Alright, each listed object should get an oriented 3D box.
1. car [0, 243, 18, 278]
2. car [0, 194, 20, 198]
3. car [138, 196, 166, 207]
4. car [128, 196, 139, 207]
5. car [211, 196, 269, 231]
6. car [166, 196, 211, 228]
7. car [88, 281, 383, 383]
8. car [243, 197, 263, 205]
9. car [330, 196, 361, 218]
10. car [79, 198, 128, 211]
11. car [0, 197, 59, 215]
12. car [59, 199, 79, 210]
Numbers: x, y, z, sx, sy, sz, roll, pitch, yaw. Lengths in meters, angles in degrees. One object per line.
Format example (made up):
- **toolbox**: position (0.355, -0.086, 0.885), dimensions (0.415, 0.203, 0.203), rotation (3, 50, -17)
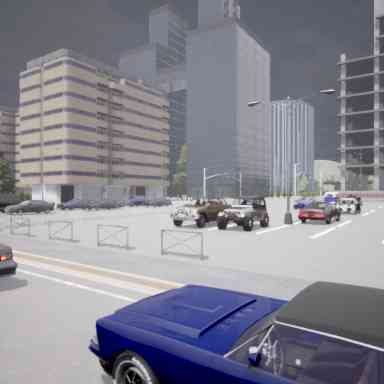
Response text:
- **car**: position (-6.673, 1.547, 8.669), dimensions (5.357, 1.411, 2.033), rotation (0, 0, 35)
- **car**: position (-20.212, 1.221, 33.991), dimensions (2.150, 2.045, 5.566), rotation (0, 0, 34)
- **car**: position (-5.142, 1.546, 50.141), dimensions (2.033, 1.411, 5.357), rotation (0, 0, 34)
- **car**: position (-8.826, 1.350, 50.896), dimensions (2.097, 1.767, 4.553), rotation (0, 0, 35)
- **car**: position (3.062, 1.156, 19.242), dimensions (1.905, 1.878, 3.866), rotation (0, 0, 34)
- **car**: position (0.694, 1.153, 20.908), dimensions (1.932, 1.855, 4.605), rotation (0, 0, 34)
- **car**: position (1.172, 1.601, 3.153), dimensions (4.718, 1.301, 1.895), rotation (0, 0, 35)
- **car**: position (11.402, 1.600, 61.912), dimensions (1.895, 1.301, 4.718), rotation (0, 0, 35)
- **car**: position (15.086, 1.395, 32.197), dimensions (1.970, 1.475, 3.806), rotation (0, 0, 34)
- **car**: position (-10.934, 1.546, 41.525), dimensions (2.033, 1.411, 5.357), rotation (0, 0, 34)
- **car**: position (-16.264, 1.524, 33.553), dimensions (1.812, 1.442, 4.674), rotation (0, 0, 34)
- **car**: position (-14.502, 1.546, 42.500), dimensions (2.033, 1.411, 5.357), rotation (0, 0, 34)
